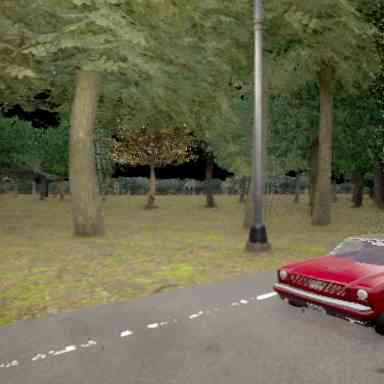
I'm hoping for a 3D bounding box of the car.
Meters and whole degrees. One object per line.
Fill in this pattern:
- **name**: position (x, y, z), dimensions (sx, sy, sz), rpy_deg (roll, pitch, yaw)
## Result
- **car**: position (3.824, 1.587, 6.719), dimensions (4.718, 1.301, 1.895), rpy_deg (0, 0, -35)
